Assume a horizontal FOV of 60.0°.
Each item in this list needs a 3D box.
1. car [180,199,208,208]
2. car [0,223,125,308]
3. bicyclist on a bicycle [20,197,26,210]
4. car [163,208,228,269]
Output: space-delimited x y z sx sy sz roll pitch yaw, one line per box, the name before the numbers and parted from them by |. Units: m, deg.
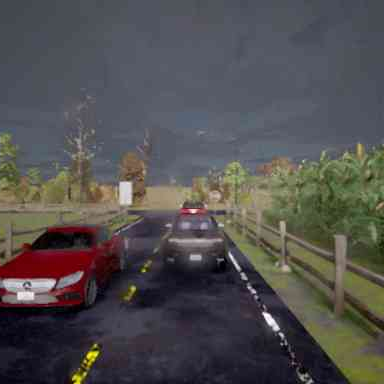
car | 0.135 1.372 24.739 2.097 1.767 4.553 0 0 1
car | -2.848 1.534 8.042 1.812 1.442 4.674 0 0 0
bicyclist on a bicycle | -22.423 1.523 44.080 0.582 1.620 1.656 0 0 1
car | 0.099 1.502 11.137 2.128 1.511 4.902 0 0 0
